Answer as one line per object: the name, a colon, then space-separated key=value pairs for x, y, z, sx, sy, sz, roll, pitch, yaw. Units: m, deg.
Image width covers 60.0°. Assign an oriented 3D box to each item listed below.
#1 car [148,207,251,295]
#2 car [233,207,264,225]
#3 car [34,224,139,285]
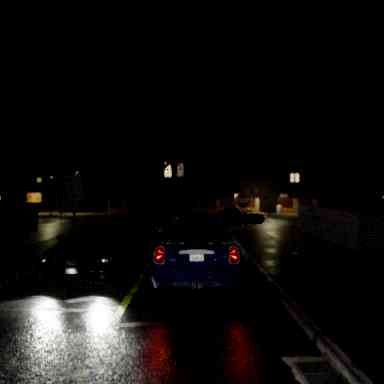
car: x=0.099 y=1.414 z=9.068 sx=2.097 sy=1.767 sz=4.553 roll=0 pitch=0 yaw=0
car: x=3.450 y=1.776 z=24.325 sx=4.181 sy=1.385 sz=1.994 roll=0 pitch=0 yaw=-42
car: x=-2.749 y=1.631 z=9.553 sx=1.994 sy=1.385 sz=4.181 roll=0 pitch=0 yaw=0
